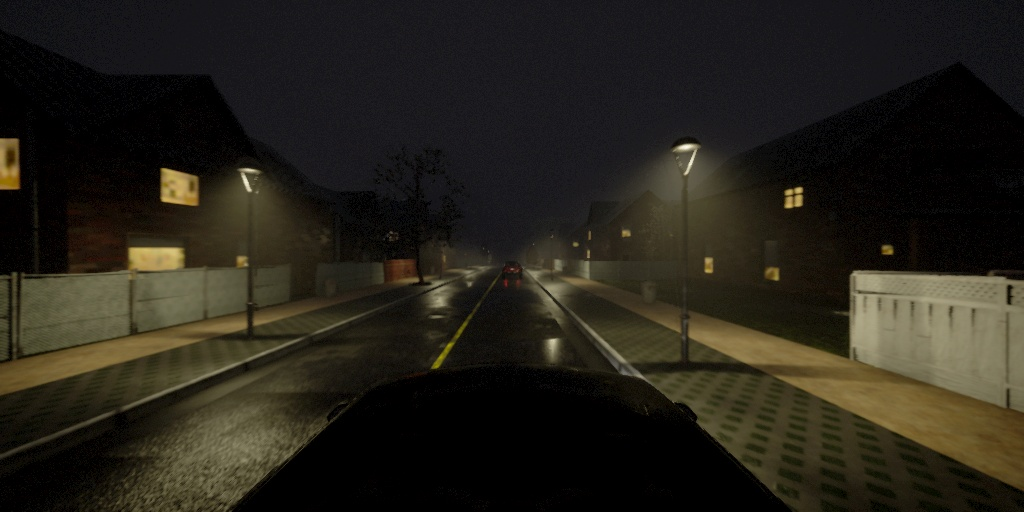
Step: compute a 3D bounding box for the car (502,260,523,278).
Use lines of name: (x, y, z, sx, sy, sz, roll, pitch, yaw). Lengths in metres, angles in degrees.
car: (0.038, 1.221, 33.865, 2.033, 1.649, 4.856, 0, 0, 1)
